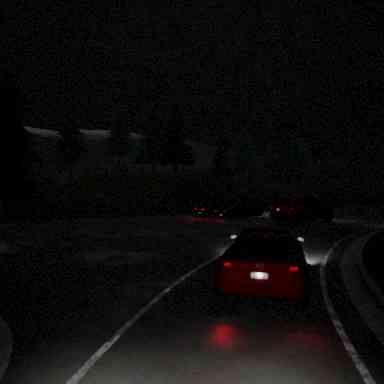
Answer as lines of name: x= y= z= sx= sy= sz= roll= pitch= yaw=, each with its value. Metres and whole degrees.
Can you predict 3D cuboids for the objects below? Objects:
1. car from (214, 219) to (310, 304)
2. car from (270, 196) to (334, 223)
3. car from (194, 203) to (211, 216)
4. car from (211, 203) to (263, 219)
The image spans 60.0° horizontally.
car: x=1.862 y=1.610 z=8.431 sx=1.994 sy=1.385 sz=4.181 roll=0 pitch=0 yaw=16
car: x=8.472 y=1.361 z=25.535 sx=5.566 sy=2.045 sz=2.150 roll=0 pitch=0 yaw=-33
car: x=2.629 y=1.780 z=34.258 sx=4.718 sy=1.301 sz=1.895 roll=0 pitch=0 yaw=-33
car: x=4.473 y=1.766 z=31.284 sx=4.718 sy=1.301 sz=1.895 roll=0 pitch=0 yaw=-33
